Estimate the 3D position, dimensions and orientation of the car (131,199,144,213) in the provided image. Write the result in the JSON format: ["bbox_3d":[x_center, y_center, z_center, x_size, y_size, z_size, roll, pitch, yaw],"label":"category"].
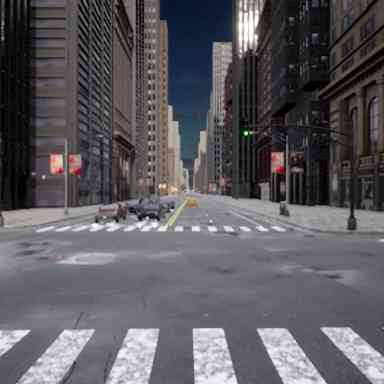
[{"bbox_3d":[-6.679,1.789,36.755,1.895,1.301,4.718,0,0,0],"label":"car"}]

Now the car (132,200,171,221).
[{"bbox_3d":[-3.386,1.698,29.084,2.033,1.411,5.357,0,0,4],"label":"car"}]

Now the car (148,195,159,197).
[{"bbox_3d":[-6.687,1.501,57.447,2.150,2.045,5.566,0,0,1],"label":"car"}]

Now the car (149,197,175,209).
[{"bbox_3d":[-3.430,1.689,38.824,2.128,1.511,4.902,0,0,0],"label":"car"}]

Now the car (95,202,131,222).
[{"bbox_3d":[-6.657,1.670,27.648,1.812,1.442,4.674,0,0,0],"label":"car"}]

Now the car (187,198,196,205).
[{"bbox_3d":[-0.061,1.921,69.707,1.895,1.301,4.718,0,0,0],"label":"car"}]

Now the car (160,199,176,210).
[{"bbox_3d":[-3.460,1.794,49.375,2.033,1.411,5.357,0,0,0],"label":"car"}]

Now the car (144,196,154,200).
[{"bbox_3d":[-6.701,1.741,46.996,1.837,1.490,4.892,0,0,0],"label":"car"}]

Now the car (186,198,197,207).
[{"bbox_3d":[-0.038,1.764,59.321,1.882,1.535,5.008,0,0,0],"label":"car"}]
